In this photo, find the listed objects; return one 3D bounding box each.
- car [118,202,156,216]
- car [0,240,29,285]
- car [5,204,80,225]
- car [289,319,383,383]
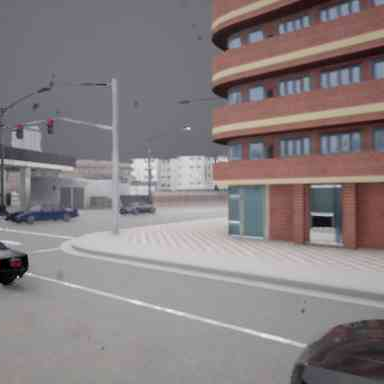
[{"bbox_3d":[-5.658,1.700,34.508,1.994,1.385,4.181,0,0,35],"label":"car"},{"bbox_3d":[-6.161,1.656,8.499,4.718,1.301,1.895,0,0,39],"label":"car"},{"bbox_3d":[-11.493,1.683,26.043,2.033,1.411,5.357,0,0,34],"label":"car"},{"bbox_3d":[3.024,1.497,1.834,4.892,1.490,1.837,0,0,35],"label":"car"}]
